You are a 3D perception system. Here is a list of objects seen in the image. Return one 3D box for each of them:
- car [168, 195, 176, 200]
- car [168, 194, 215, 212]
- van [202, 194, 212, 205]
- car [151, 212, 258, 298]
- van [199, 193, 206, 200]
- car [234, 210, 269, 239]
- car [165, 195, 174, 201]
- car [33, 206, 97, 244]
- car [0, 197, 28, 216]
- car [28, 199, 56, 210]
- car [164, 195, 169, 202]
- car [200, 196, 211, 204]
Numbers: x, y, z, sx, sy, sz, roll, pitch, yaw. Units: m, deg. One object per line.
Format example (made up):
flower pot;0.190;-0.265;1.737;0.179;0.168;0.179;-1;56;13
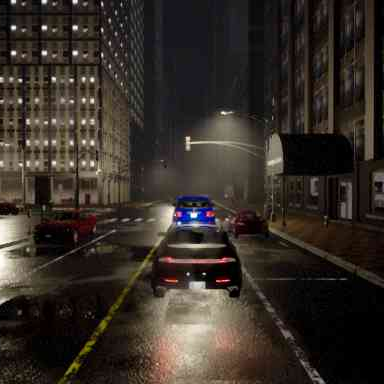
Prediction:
car;-5.673;1.526;94.874;1.947;1.339;4.313;0;0;0
car;0.093;1.218;18.417;2.150;2.045;5.566;0;0;0
van;2.698;1.324;60.691;1.690;1.788;3.998;0;0;0
car;0.101;1.490;8.498;2.128;1.511;4.902;0;0;0
van;2.705;1.306;89.175;1.690;1.788;3.998;0;0;0
car;2.818;1.579;17.098;1.802;1.307;4.206;0;0;0
car;-5.676;1.535;83.481;1.947;1.339;4.313;0;0;0
car;-5.822;1.542;15.724;1.887;1.381;4.507;0;0;0
car;-18.602;1.306;31.066;5.009;1.841;2.192;0;0;1
car;-18.514;1.495;39.448;4.403;1.369;2.008;0;0;1
car;-5.677;1.518;77.784;1.887;1.381;4.507;0;0;0
car;2.700;1.531;66.387;2.008;1.369;4.403;0;0;0
